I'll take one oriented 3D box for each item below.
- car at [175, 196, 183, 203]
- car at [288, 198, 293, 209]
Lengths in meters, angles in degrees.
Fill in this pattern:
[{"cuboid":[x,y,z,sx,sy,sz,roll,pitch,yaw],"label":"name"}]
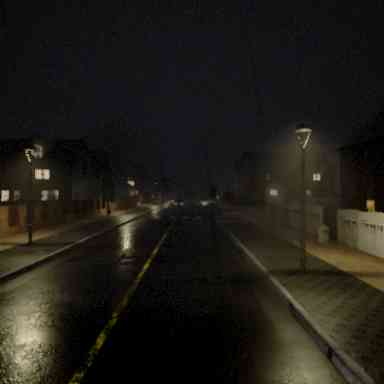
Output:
[{"cuboid":[-2.775,1.667,71.980,2.033,1.411,5.357,0,0,0],"label":"car"},{"cuboid":[11.375,1.339,33.897,4.902,1.511,2.128,-1,0,0],"label":"car"}]
